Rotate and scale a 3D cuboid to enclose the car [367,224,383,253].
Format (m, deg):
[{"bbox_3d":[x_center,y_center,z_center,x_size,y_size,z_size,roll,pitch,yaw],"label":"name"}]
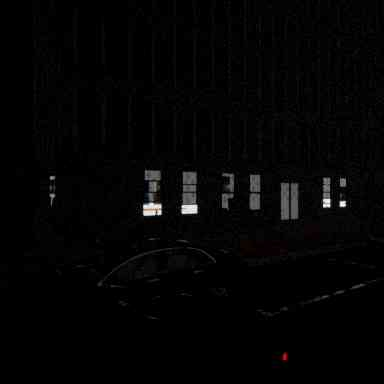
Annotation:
[{"bbox_3d":[8.246,1.581,12.451,4.206,1.307,1.802,0,0,-36],"label":"car"}]

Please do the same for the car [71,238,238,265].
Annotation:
[{"bbox_3d":[-1.019,1.551,5.835,4.403,1.369,2.008,0,0,-36],"label":"car"}]

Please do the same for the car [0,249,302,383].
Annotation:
[{"bbox_3d":[-1.524,1.547,2.291,5.357,1.411,2.033,0,0,-36],"label":"car"}]
